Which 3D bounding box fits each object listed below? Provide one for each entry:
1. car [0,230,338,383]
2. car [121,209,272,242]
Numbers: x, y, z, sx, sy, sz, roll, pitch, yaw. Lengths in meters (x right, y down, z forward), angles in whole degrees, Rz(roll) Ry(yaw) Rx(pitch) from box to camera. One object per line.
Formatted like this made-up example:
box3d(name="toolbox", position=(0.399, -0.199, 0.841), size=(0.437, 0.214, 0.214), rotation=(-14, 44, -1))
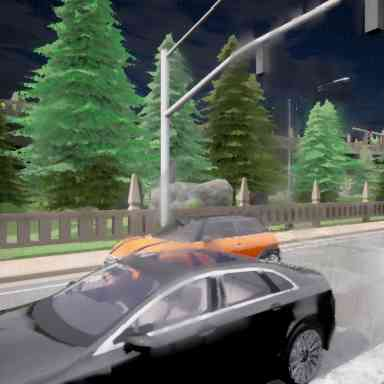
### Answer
box3d(name="car", position=(-0.341, 1.491, 3.750), size=(4.902, 1.511, 2.128), rotation=(0, 0, -35))
box3d(name="car", position=(0.131, 1.352, 8.382), size=(4.553, 1.767, 2.097), rotation=(0, 0, -35))
